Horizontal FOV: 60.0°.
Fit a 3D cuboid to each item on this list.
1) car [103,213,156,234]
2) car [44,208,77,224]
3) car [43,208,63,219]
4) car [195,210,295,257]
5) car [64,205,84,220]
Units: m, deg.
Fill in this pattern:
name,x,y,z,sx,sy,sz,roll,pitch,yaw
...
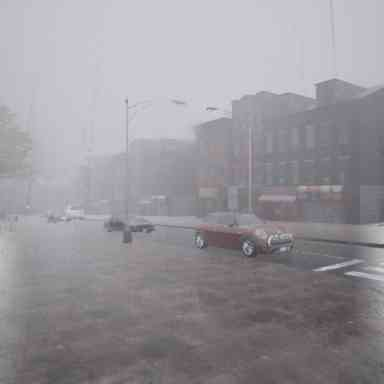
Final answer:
name,x,y,z,sx,sy,sz,roll,pitch,yaw
car,-4.650,2.241,23.863,2.033,1.411,5.357,0,-2,-36
car,-15.892,2.968,39.739,2.128,1.511,4.902,0,-2,-35
car,-22.713,3.483,54.297,2.097,1.767,4.553,0,-2,-36
car,2.125,1.639,14.362,2.097,1.767,4.553,0,-2,-36
car,-16.589,2.898,45.705,2.150,2.045,5.566,0,-2,-35
